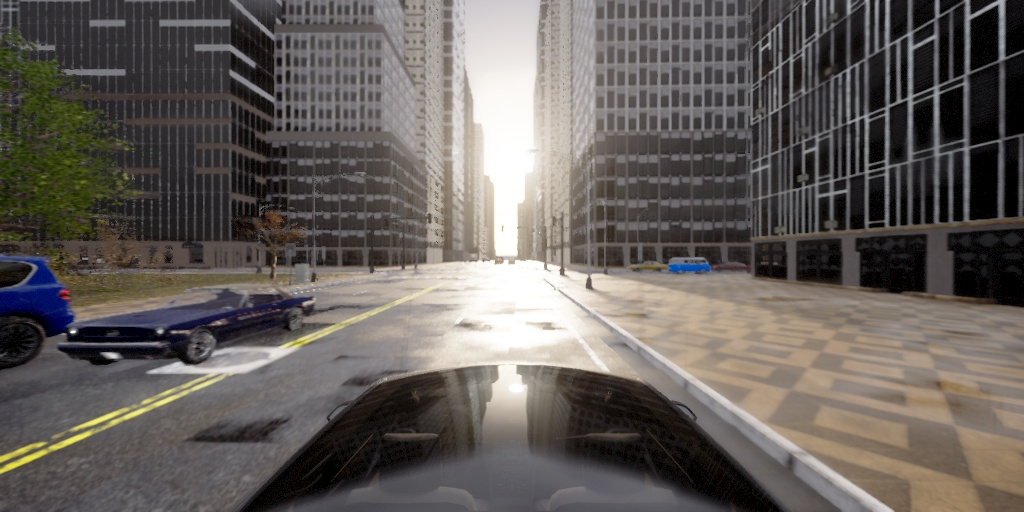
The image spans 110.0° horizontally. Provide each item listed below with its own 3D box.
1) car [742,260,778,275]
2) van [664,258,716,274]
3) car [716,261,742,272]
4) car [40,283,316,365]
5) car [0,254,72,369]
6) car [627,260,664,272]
[{"bbox_3d":[26.621,1.180,36.953,4.097,1.591,1.967,0,0,2],"label":"car"},{"bbox_3d":[18.343,1.075,37.137,3.998,1.789,1.690,0,0,2],"label":"van"},{"bbox_3d":[26.903,1.307,44.828,4.207,1.307,1.802,0,0,2],"label":"car"},{"bbox_3d":[-6.603,1.338,8.129,1.895,1.301,4.718,0,0,0],"label":"car"},{"bbox_3d":[-9.853,0.966,4.810,2.150,2.045,5.566,0,0,0],"label":"car"},{"bbox_3d":[17.069,1.243,45.309,4.829,1.417,1.751,0,0,2],"label":"car"}]
